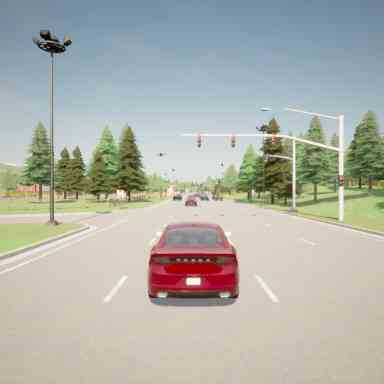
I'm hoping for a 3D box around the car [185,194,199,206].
[{"bbox_3d":[-0.150,1.525,53.145,1.812,1.442,4.674,0,0,0],"label":"car"}]

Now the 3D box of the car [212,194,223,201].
[{"bbox_3d":[6.762,1.516,83.778,2.128,1.511,4.902,0,0,0],"label":"car"}]

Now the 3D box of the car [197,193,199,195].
[{"bbox_3d":[3.232,1.357,94.187,2.128,1.511,4.902,0,0,0],"label":"car"}]

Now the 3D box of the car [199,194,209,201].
[{"bbox_3d":[3.261,1.516,84.184,1.812,1.442,4.674,0,0,0],"label":"car"}]

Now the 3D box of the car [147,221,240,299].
[{"bbox_3d":[0.039,1.478,8.542,1.882,1.535,5.008,0,0,0],"label":"car"}]

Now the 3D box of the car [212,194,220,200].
[{"bbox_3d":[6.732,1.372,94.197,2.033,1.411,5.357,0,0,0],"label":"car"}]

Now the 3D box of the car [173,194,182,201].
[{"bbox_3d":[-3.738,1.469,83.747,1.882,1.535,5.008,0,0,0],"label":"car"}]

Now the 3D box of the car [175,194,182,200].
[{"bbox_3d":[-3.768,1.310,94.167,1.882,1.535,5.008,0,0,0],"label":"car"}]
